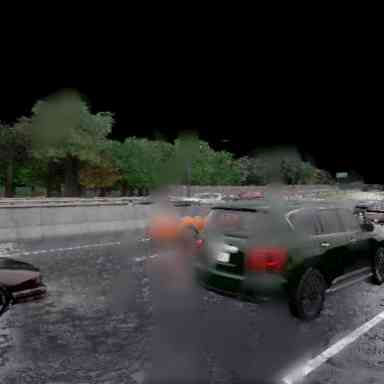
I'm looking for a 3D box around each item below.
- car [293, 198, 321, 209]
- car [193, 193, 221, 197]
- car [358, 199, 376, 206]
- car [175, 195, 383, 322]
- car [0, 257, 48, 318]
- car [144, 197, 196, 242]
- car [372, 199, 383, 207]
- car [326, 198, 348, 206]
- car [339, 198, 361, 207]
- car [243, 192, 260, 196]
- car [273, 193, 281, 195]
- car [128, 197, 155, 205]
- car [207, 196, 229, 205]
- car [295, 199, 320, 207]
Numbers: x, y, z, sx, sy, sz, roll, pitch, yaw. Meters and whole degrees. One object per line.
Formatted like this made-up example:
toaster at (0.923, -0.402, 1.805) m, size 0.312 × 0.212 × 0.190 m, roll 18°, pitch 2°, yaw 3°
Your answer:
car at (16.975, 1.668, 49.090) m, size 4.674 × 1.442 × 1.812 m, roll 1°, pitch -1°, yaw -42°
car at (1.293, 1.138, 39.628) m, size 5.566 × 2.045 × 2.150 m, roll 1°, pitch 0°, yaw -42°
car at (38.757, 2.279, 73.503) m, size 4.892 × 1.490 × 1.837 m, roll 2°, pitch -1°, yaw -42°
car at (2.507, 1.201, 7.518) m, size 5.566 × 2.045 × 2.150 m, roll 0°, pitch 0°, yaw -42°
car at (-5.222, 1.507, 5.098) m, size 5.357 × 1.411 × 2.033 m, roll 0°, pitch 0°, yaw -42°
car at (0.448, 1.293, 14.968) m, size 4.553 × 1.767 × 2.097 m, roll 0°, pitch 0°, yaw -42°
car at (39.703, 2.290, 69.636) m, size 5.357 × 1.411 × 2.033 m, roll 2°, pitch -1°, yaw -42°
car at (27.689, 1.928, 63.457) m, size 4.892 × 1.490 × 1.837 m, roll 2°, pitch -1°, yaw -42°
car at (28.129, 1.903, 59.149) m, size 4.892 × 1.490 × 1.837 m, roll 1°, pitch 0°, yaw -42°
car at (12.554, 0.952, 69.964) m, size 2.150 × 2.045 × 5.566 m, roll 1°, pitch 1°, yaw 32°
car at (21.170, 1.040, 83.090) m, size 1.994 × 1.385 × 4.181 m, roll 1°, pitch 2°, yaw 34°
car at (-5.825, 1.344, 41.786) m, size 2.128 × 1.511 × 4.902 m, roll 0°, pitch 0°, yaw 37°
car at (4.489, 1.419, 57.001) m, size 1.994 × 1.385 × 4.181 m, roll 1°, pitch 1°, yaw 32°
car at (19.586, 1.830, 56.114) m, size 4.718 × 1.301 × 1.895 m, roll 1°, pitch -1°, yaw -42°
